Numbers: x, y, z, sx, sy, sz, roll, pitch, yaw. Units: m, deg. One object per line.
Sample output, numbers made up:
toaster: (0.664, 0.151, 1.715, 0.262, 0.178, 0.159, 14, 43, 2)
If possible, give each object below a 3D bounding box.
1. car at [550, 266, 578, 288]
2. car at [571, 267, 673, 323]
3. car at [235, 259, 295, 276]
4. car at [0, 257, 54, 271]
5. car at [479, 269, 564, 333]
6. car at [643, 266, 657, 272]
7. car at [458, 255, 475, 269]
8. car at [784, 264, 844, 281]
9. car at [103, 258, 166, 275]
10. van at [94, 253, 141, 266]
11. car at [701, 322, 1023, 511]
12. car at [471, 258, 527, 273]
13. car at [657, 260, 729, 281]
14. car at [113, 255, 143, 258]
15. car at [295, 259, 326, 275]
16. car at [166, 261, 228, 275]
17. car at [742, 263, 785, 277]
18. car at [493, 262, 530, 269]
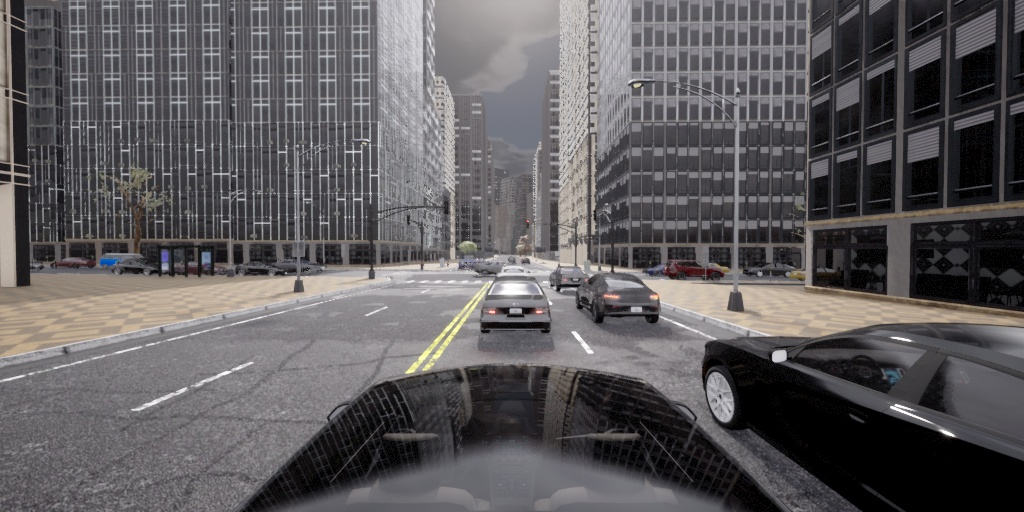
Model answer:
car: (3.337, 1.286, 21.341, 2.033, 1.411, 5.357, 0, 0, 0)
car: (3.344, 1.270, 11.930, 1.812, 1.442, 4.674, 0, 0, 0)
car: (-22.756, 1.171, 32.666, 4.313, 1.339, 1.948, 0, 0, 1)
car: (-50.011, 0.803, 35.965, 4.902, 1.511, 2.128, 0, 1, 2)
car: (0.094, 1.293, 10.660, 2.033, 1.411, 5.357, 0, 0, 0)
car: (16.696, 1.409, 37.940, 5.357, 1.411, 2.033, 0, 1, 1)
car: (-6.639, 0.931, 53.890, 2.150, 2.045, 5.566, 0, 0, 0)
car: (27.618, 1.576, 31.982, 4.829, 1.417, 1.751, 0, 0, 1)
car: (-34.121, 1.067, 32.963, 4.313, 1.339, 1.948, 0, 0, 1)
van: (-45.319, 0.602, 41.615, 3.998, 1.789, 1.690, 0, 0, 1)
car: (3.344, 1.227, 2.584, 1.882, 1.535, 5.008, 0, 0, 0)
car: (-1.215, 1.247, 35.008, 4.902, 1.511, 2.128, 1, 1, 1)
car: (16.170, 1.266, 32.169, 5.009, 1.841, 2.192, 0, 0, 1)
car: (-36.333, 0.943, 35.643, 4.892, 1.490, 1.837, 0, 1, 1)
car: (-20.998, 1.069, 35.345, 4.902, 1.511, 2.128, 0, 1, 2)
car: (-28.440, 1.135, 32.794, 4.207, 1.307, 1.802, 0, 0, 1)
car: (27.012, 1.457, 37.769, 4.892, 1.490, 1.837, 1, 1, 1)
car: (0.086, 1.265, 20.251, 1.812, 1.442, 4.674, 0, 0, 0)
